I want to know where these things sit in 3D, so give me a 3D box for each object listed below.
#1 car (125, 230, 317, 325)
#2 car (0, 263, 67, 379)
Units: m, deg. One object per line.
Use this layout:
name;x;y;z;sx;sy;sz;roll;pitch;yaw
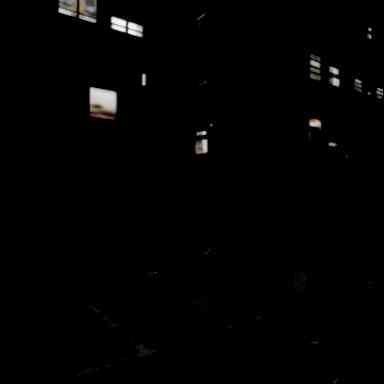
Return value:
car;0.799;1.550;7.128;4.507;1.381;1.887;0;0;-36
car;-3.789;1.549;3.855;4.403;1.369;2.008;0;0;-36
